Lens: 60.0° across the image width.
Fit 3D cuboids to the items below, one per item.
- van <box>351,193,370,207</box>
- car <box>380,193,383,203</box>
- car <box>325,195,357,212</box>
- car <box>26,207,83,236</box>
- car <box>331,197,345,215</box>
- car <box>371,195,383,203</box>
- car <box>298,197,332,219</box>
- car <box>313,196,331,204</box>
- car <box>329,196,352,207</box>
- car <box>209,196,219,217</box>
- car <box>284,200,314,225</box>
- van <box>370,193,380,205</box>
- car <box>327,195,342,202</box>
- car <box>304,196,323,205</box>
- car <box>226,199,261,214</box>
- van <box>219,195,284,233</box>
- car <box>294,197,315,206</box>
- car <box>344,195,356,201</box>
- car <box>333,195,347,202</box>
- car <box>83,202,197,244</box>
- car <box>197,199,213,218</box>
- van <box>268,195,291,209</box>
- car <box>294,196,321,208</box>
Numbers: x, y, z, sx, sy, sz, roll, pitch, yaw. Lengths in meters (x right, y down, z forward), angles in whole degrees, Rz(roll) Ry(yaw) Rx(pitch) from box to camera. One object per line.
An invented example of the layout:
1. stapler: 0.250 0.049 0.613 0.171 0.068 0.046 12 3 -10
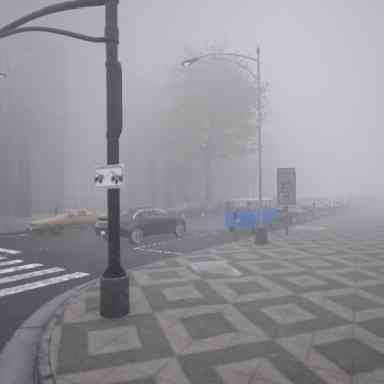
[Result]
1. van: 22.348 1.127 44.756 1.690 1.788 3.998 -1 0 36
2. car: 31.936 1.274 58.075 1.752 1.417 4.829 -1 -1 36
3. car: 16.028 1.363 35.967 2.008 1.369 4.403 -1 0 36
4. car: -6.795 1.564 18.855 1.752 1.417 4.829 -1 0 36
5. car: 12.866 1.408 31.574 1.802 1.307 4.206 -1 0 36
6. car: 34.999 1.304 62.331 1.947 1.339 4.313 -1 -1 36
7. car: 9.704 1.385 27.179 1.887 1.381 4.507 -1 0 36
8. car: 24.203 1.453 61.921 2.008 1.369 4.403 -1 -1 36
9. car: 21.789 1.375 48.705 2.033 1.411 5.357 -1 -1 36
10. car: 2.575 1.307 31.872 2.192 1.841 5.009 -1 0 36
11. car: 6.542 1.422 22.785 1.947 1.339 4.313 -1 0 36
12. van: 28.672 1.102 53.545 1.690 1.788 3.998 -1 -1 36
13. car: 29.969 1.432 69.935 2.008 1.369 4.403 -1 -1 36
14. car: 21.014 1.440 57.491 1.752 1.417 4.829 -1 0 36
15. car: 5.668 1.529 36.163 2.008 1.369 4.403 -1 0 36
16. van: 3.378 1.212 18.393 1.690 1.788 3.998 -1 0 36
17. car: 18.024 1.492 53.335 1.947 1.339 4.313 -1 0 36
18. car: 39.509 1.400 83.192 2.008 1.369 4.403 -1 -1 36
19. car: 33.149 1.415 74.353 1.887 1.381 4.507 -1 -1 36
20. car: -2.179 1.429 15.401 2.128 1.511 4.902 -1 -1 36
21. car: -0.511 1.552 27.577 1.887 1.381 4.507 -1 0 36
22. van: 11.843 1.292 44.751 1.690 1.788 3.998 -1 0 36
23. car: 15.947 1.386 45.724 2.128 1.511 4.902 -1 -1 36
